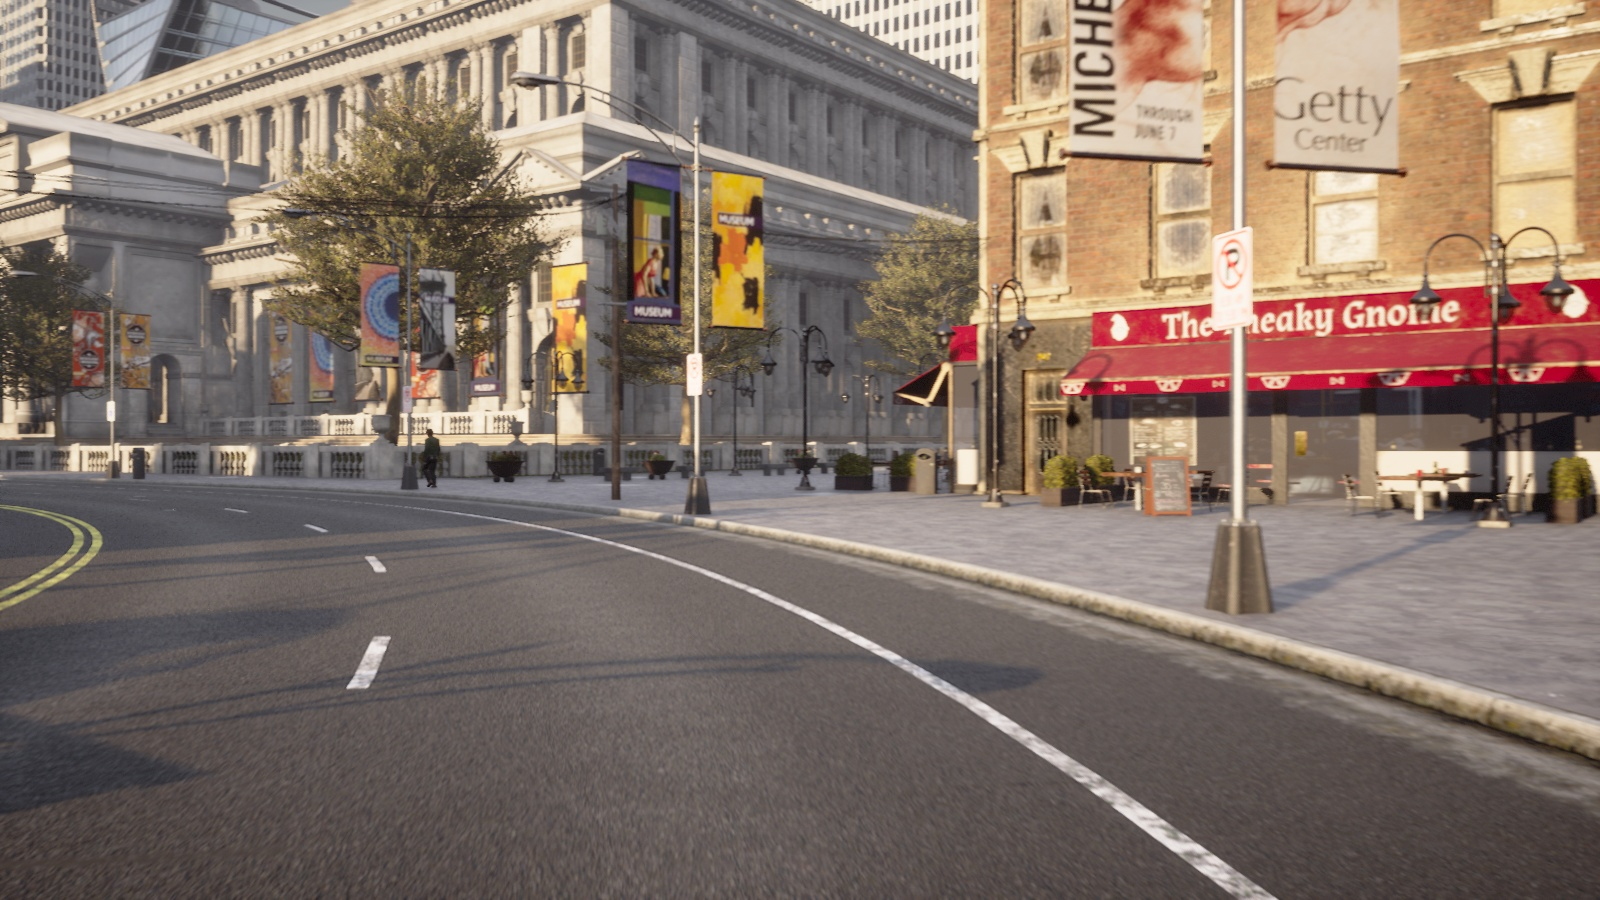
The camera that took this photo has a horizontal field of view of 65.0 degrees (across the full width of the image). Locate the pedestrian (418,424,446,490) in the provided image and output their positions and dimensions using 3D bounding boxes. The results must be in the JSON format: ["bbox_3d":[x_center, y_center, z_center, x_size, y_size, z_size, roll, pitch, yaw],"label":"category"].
[{"bbox_3d":[-10.933,0.194,37.334,0.788,1.949,0.423,0,0,40],"label":"pedestrian"}]
